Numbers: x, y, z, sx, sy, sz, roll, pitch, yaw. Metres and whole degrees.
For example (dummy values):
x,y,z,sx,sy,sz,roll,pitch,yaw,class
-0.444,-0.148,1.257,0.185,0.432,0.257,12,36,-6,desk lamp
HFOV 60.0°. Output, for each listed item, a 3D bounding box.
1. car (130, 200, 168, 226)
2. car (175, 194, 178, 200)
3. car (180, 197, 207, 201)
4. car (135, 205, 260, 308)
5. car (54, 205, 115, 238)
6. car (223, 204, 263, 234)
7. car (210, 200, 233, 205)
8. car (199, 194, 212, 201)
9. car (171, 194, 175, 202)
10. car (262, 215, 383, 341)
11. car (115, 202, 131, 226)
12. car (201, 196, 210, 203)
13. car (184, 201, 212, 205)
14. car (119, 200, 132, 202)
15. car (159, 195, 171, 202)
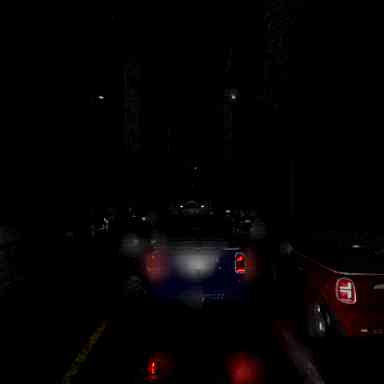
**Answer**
x,y,z,sx,sy,sz,roll,pitch,yaw,class
-3.051,1.509,23.672,1.837,1.490,4.892,0,-1,0,car
-5.576,1.637,92.510,1.752,1.417,4.829,0,0,0,car
0.003,1.459,27.399,1.801,1.575,5.366,0,0,0,car
0.100,1.352,8.097,2.097,1.767,4.553,0,0,0,car
-5.669,1.567,17.532,1.947,1.339,4.313,0,0,0,car
2.856,1.552,17.531,2.008,1.369,4.403,0,0,0,car
2.858,1.569,28.534,1.947,1.339,4.313,0,0,0,car
2.896,1.484,65.624,1.967,1.590,4.097,0,0,0,car
-5.607,1.616,76.455,2.008,1.369,4.403,0,0,0,car
2.855,1.440,6.528,1.967,1.590,4.097,0,0,0,car
-5.669,1.584,23.034,1.802,1.307,4.206,0,0,0,car
2.907,1.579,71.203,1.752,1.417,4.829,0,0,0,car
0.098,1.479,17.377,1.882,1.535,5.008,0,0,0,car
-5.668,1.443,28.535,1.967,1.590,4.097,0,0,0,car
-5.628,1.625,65.638,1.802,1.307,4.206,0,0,0,car
